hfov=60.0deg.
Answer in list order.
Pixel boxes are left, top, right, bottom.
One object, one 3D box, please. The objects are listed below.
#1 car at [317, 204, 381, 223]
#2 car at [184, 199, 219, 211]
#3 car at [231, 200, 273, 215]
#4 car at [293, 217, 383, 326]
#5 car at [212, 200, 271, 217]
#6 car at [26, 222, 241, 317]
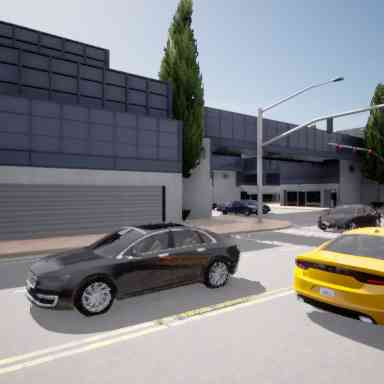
[{"bbox_3d":[9.299,1.505,19.543,4.892,1.490,1.837,0,0,-37],"label":"car"},{"bbox_3d":[1.133,1.601,42.586,1.895,1.301,4.718,0,0,-37],"label":"car"},{"bbox_3d":[6.365,1.564,35.601,1.994,1.385,4.181,0,0,-37],"label":"car"},{"bbox_3d":[4.206,1.478,6.843,5.008,1.535,1.882,0,0,-36],"label":"car"},{"bbox_3d":[4.640,1.547,32.067,2.033,1.411,5.357,0,0,-37],"label":"car"},{"bbox_3d":[-1.050,1.505,7.574,4.892,1.490,1.837,0,0,-36],"label":"car"}]
